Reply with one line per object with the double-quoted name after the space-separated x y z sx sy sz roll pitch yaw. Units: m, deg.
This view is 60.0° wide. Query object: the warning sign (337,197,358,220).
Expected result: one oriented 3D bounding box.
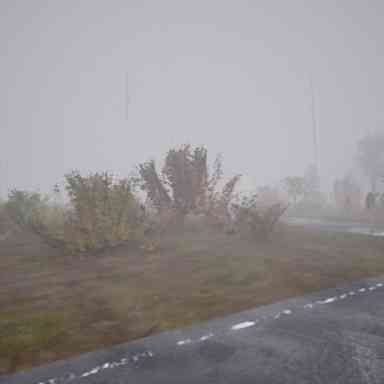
13.072 1.357 27.983 1.300 1.860 1.060 1 0 -34 "warning sign"
